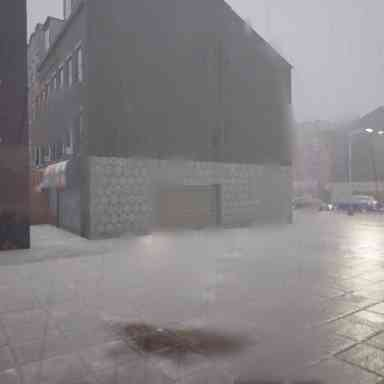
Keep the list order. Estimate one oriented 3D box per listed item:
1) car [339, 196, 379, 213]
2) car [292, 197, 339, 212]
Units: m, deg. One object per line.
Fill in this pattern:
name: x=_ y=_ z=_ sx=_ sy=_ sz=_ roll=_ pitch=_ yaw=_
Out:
car: x=16.585 y=1.153 z=34.199 sx=2.097 sy=1.767 sz=4.553 roll=-1 pitch=1 yaw=-35
car: x=12.358 y=1.289 z=35.059 sx=2.128 sy=1.511 sz=4.902 roll=-1 pitch=1 yaw=-35
